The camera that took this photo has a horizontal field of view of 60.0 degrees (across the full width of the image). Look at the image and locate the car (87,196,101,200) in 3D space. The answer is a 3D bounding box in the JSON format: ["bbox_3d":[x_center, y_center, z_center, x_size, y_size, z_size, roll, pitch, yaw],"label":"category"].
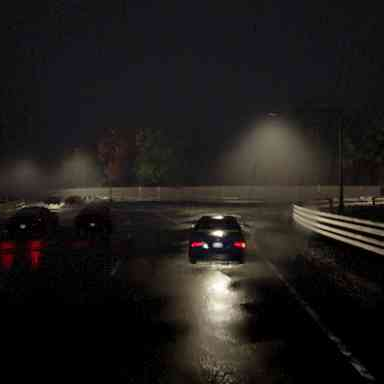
[{"bbox_3d":[-17.796,1.537,60.114,1.812,1.442,4.674,0,0,-35],"label":"car"}]

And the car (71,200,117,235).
[{"bbox_3d":[-5.405,1.480,19.082,1.882,1.535,5.008,0,0,-10],"label":"car"}]

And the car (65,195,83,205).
[{"bbox_3d":[-20.727,1.375,58.202,2.097,1.767,4.553,0,0,-35],"label":"car"}]

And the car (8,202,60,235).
[{"bbox_3d":[-8.931,1.540,18.992,1.812,1.442,4.674,0,0,-11],"label":"car"}]

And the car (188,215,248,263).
[{"bbox_3d":[0.909,1.535,11.850,2.033,1.411,5.357,0,0,4],"label":"car"}]

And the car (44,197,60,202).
[{"bbox_3d":[-23.692,1.539,56.340,1.837,1.490,4.892,0,0,-35],"label":"car"}]
